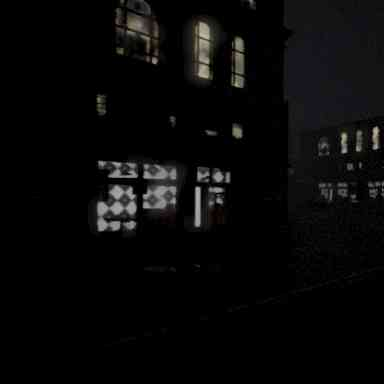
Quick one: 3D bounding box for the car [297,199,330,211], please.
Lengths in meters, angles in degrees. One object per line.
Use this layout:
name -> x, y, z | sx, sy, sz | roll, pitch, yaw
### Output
car -> 15.026, 1.564, 41.310 | 2.008, 1.369, 4.403 | 1, -1, -28
